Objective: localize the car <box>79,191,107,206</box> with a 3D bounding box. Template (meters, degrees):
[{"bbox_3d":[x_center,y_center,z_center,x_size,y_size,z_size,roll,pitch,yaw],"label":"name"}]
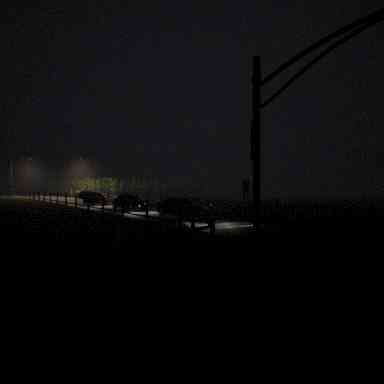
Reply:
[{"bbox_3d":[-11.723,0.815,40.024,1.812,1.442,4.674,0,1,-35],"label":"car"}]

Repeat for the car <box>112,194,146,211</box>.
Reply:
[{"bbox_3d":[-6.117,0.970,31.952,1.837,1.490,4.892,0,1,-35],"label":"car"}]

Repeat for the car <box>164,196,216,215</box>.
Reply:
[{"bbox_3d":[-0.288,1.115,30.054,2.033,1.411,5.357,0,1,-35],"label":"car"}]

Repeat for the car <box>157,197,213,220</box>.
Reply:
[{"bbox_3d":[-0.718,1.114,24.198,1.882,1.535,5.008,0,1,-35],"label":"car"}]

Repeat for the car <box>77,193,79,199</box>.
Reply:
[{"bbox_3d":[-17.442,0.510,54.671,1.882,1.535,5.008,0,1,-35],"label":"car"}]
